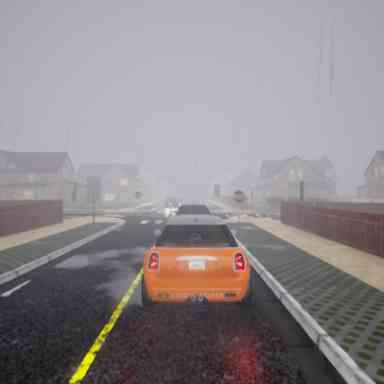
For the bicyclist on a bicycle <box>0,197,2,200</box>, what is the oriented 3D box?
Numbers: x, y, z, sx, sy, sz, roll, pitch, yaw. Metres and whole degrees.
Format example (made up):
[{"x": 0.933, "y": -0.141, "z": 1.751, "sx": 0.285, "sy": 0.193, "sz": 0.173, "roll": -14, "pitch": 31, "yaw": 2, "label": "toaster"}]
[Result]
[{"x": -20.217, "y": 1.166, "z": 34.853, "sx": 0.582, "sy": 1.620, "sz": 1.656, "roll": 0, "pitch": 1, "yaw": 0, "label": "bicyclist on a bicycle"}]

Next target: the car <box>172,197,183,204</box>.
[{"x": -2.884, "y": 1.685, "z": 67.146, "sx": 1.895, "sy": 1.301, "sz": 4.718, "roll": 0, "pitch": 0, "yaw": 0, "label": "car"}]

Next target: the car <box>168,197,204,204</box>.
[{"x": 0.069, "y": 1.332, "z": 17.247, "sx": 2.097, "sy": 1.767, "sz": 4.553, "roll": 0, "pitch": 0, "yaw": 0, "label": "car"}]

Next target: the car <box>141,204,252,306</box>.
[{"x": 0.086, "y": 1.342, "z": 8.141, "sx": 2.097, "sy": 1.767, "sz": 4.553, "roll": 0, "pitch": 0, "yaw": 0, "label": "car"}]

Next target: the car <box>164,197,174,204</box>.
[{"x": -2.922, "y": 1.501, "z": 47.590, "sx": 2.128, "sy": 1.511, "sz": 4.902, "roll": 0, "pitch": 0, "yaw": 0, "label": "car"}]
